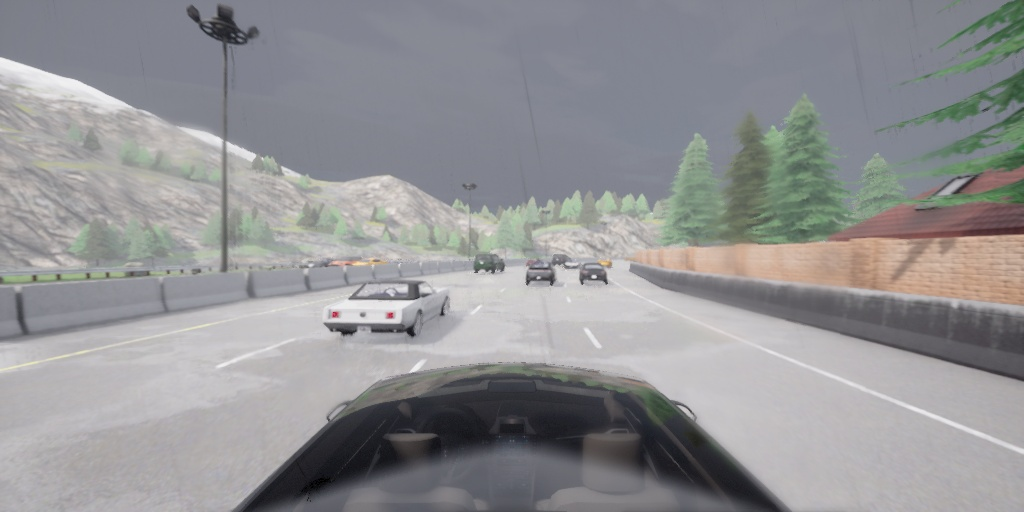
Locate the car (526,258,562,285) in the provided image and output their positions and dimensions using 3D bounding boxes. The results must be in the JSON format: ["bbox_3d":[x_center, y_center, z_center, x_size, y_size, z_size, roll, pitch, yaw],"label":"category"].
[{"bbox_3d":[2.124,1.145,24.795,2.128,1.511,4.902,0,0,10],"label":"car"}]

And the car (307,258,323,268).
[{"bbox_3d":[-22.654,0.959,43.831,2.128,1.511,4.902,0,0,14],"label":"car"}]

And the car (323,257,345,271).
[{"bbox_3d":[-19.422,0.837,42.309,2.097,1.767,4.553,0,0,14],"label":"car"}]

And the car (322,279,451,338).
[{"bbox_3d":[-3.087,1.301,10.023,1.895,1.301,4.718,0,0,3],"label":"car"}]

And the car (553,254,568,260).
[{"bbox_3d":[8.290,0.739,59.258,2.150,2.045,5.566,0,0,24],"label":"car"}]

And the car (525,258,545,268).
[{"bbox_3d":[3.645,1.039,56.877,1.812,1.442,4.674,0,0,21],"label":"car"}]

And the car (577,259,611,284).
[{"bbox_3d":[5.808,1.189,25.819,1.812,1.442,4.674,0,0,10],"label":"car"}]

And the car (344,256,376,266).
[{"bbox_3d":[-16.223,0.984,40.748,1.882,1.535,5.008,0,0,14],"label":"car"}]

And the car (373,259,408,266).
[{"bbox_3d":[-12.862,1.124,39.864,1.895,1.301,4.718,0,0,14],"label":"car"}]

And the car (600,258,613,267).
[{"bbox_3d":[14.405,1.040,55.510,1.882,1.535,5.008,0,0,22],"label":"car"}]

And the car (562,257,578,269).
[{"bbox_3d":[8.862,1.163,50.826,1.895,1.301,4.718,0,0,20],"label":"car"}]

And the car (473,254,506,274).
[{"bbox_3d":[-2.330,0.793,38.274,2.150,2.045,5.566,0,0,15],"label":"car"}]
